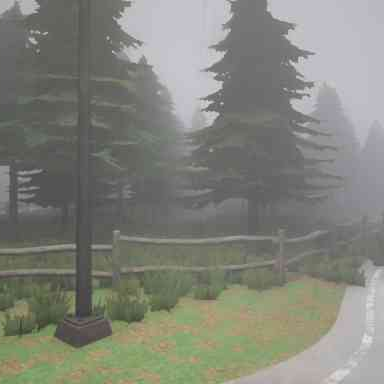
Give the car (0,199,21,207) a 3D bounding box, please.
[{"bbox_3d":[-19.308,1.453,35.323,2.128,1.511,4.902,0,0,3],"label":"car"}]
